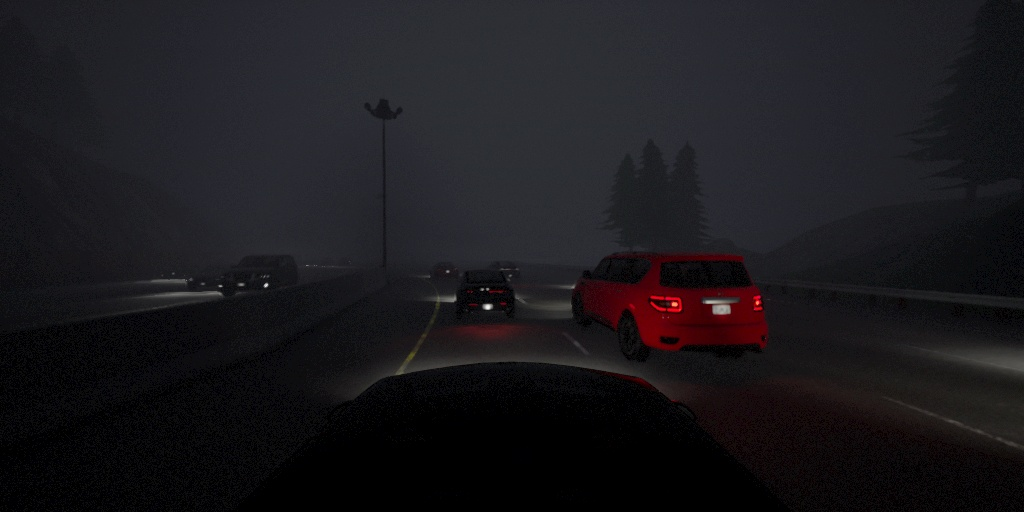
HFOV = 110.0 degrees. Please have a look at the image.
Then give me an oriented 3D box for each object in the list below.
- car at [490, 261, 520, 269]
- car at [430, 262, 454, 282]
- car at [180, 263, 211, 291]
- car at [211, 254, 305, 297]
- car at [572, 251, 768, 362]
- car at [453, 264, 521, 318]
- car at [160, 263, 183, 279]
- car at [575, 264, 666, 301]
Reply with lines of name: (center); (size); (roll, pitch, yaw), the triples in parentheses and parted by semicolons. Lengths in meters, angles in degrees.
car: (-0.824, 1.113, 26.573); (2.128, 1.511, 4.902); (0, 0, -17)
car: (-5.726, 1.186, 30.214); (1.994, 1.385, 4.181); (0, 0, -19)
car: (-17.802, 1.240, 22.016); (1.812, 1.442, 4.674); (0, 0, -18)
car: (-13.220, 0.929, 19.196); (2.150, 2.045, 5.566); (0, 1, -16)
car: (3.054, 0.924, 8.336); (2.150, 2.045, 5.566); (0, 0, -5)
car: (-1.063, 1.200, 12.754); (1.837, 1.490, 4.892); (0, 0, -9)
car: (-28.677, 1.272, 31.495); (1.994, 1.385, 4.181); (0, 0, -20)
car: (5.157, 1.190, 18.041); (2.033, 1.411, 5.357); (0, 0, -12)
